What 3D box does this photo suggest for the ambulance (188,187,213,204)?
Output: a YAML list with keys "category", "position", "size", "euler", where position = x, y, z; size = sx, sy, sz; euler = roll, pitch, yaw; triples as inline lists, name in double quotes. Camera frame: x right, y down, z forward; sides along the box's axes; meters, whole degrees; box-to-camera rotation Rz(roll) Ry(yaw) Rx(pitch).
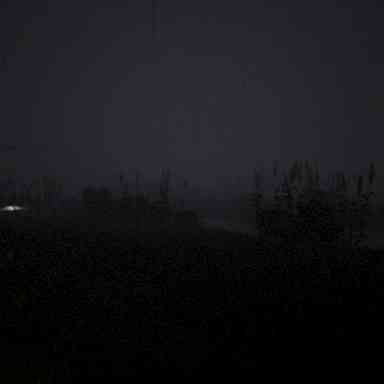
- category: "ambulance"
  position: [0.446, 0.529, 49.530]
  size: [2.351, 2.431, 6.366]
  euler: [0, -2, 43]
